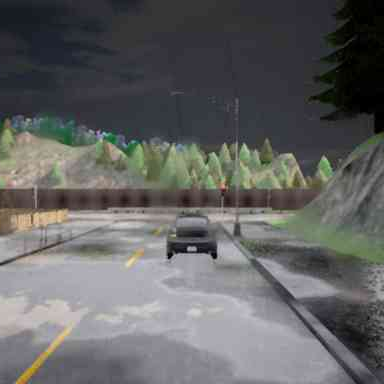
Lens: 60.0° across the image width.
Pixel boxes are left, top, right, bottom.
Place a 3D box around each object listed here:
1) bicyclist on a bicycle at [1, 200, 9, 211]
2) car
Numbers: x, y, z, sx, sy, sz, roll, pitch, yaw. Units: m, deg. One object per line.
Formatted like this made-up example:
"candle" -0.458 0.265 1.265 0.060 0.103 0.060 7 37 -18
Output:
"bicyclist on a bicycle" -24.293 1.818 43.216 0.582 1.620 1.656 0 0 0
"car" 0.010 1.656 13.480 1.837 1.490 4.892 0 0 0
